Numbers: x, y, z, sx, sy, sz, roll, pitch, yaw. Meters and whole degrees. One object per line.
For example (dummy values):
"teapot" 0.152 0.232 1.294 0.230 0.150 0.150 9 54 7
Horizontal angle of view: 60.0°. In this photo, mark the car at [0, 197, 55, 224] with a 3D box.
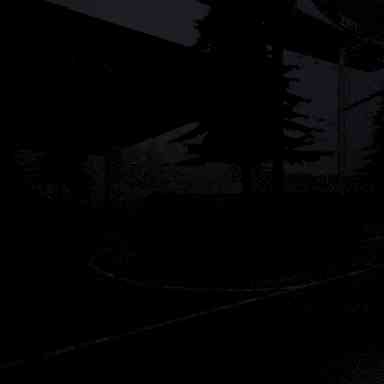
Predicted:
"car" -11.923 1.313 23.512 3.866 1.878 1.905 0 0 -36
